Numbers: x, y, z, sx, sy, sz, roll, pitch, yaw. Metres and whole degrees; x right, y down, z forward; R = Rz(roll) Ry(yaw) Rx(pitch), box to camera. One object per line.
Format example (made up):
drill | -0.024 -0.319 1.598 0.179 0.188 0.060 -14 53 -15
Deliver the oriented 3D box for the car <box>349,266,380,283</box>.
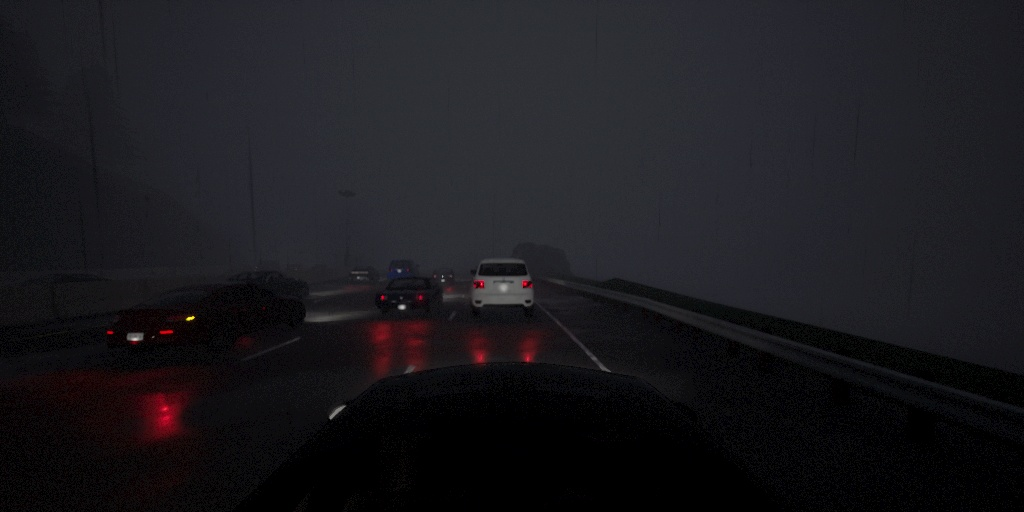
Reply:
car | -13.236 1.632 32.354 2.128 1.511 4.902 0 -1 -10

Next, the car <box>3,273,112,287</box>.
car | -21.990 1.544 17.497 1.994 1.385 4.181 0 -1 -6

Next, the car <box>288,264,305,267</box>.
car | -33.724 1.936 55.848 1.882 1.535 5.008 0 -1 -18

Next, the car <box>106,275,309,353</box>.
car | -7.182 1.377 9.058 1.812 1.442 4.674 0 -1 -2

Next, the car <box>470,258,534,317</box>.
car | -0.450 1.120 14.198 2.150 2.045 5.566 0 -1 -4

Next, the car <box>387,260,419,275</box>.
car | -9.560 1.347 31.744 2.150 2.045 5.566 0 -1 -9

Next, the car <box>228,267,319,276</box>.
car | -11.164 1.437 16.397 2.128 1.511 4.902 0 -1 -5

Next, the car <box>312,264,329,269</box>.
car | -30.433 1.962 57.035 2.128 1.511 4.902 0 -1 -18

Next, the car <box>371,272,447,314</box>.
car | -3.994 1.514 14.743 1.895 1.301 4.718 0 -1 -4

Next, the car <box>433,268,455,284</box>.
car | -5.908 1.712 31.092 1.895 1.301 4.718 0 -1 -9

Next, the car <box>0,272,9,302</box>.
car | -25.285 1.483 15.119 1.812 1.442 4.674 0 -1 -5
